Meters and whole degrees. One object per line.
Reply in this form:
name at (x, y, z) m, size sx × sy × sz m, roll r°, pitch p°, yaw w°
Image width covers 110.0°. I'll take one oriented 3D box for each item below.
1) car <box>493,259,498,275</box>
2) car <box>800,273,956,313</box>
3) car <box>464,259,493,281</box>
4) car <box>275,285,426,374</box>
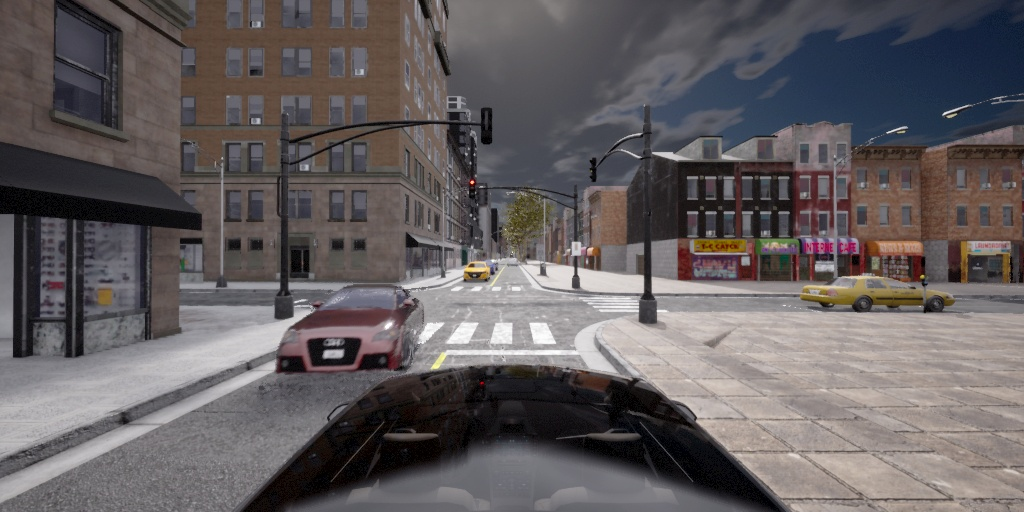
car at (-2.860, 1.209, 39.205) m, size 1.882 × 1.535 × 5.008 m, roll 0°, pitch 0°, yaw 0°
car at (13.881, 1.346, 13.711) m, size 4.829 × 1.417 × 1.751 m, roll 0°, pitch 0°, yaw 0°
car at (-2.849, 1.214, 29.800) m, size 1.882 × 1.535 × 5.008 m, roll 0°, pitch 0°, yaw 0°
car at (-2.974, 1.314, 7.474) m, size 1.994 × 1.385 × 4.181 m, roll 0°, pitch 0°, yaw -7°
